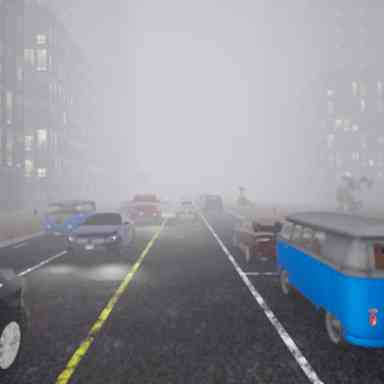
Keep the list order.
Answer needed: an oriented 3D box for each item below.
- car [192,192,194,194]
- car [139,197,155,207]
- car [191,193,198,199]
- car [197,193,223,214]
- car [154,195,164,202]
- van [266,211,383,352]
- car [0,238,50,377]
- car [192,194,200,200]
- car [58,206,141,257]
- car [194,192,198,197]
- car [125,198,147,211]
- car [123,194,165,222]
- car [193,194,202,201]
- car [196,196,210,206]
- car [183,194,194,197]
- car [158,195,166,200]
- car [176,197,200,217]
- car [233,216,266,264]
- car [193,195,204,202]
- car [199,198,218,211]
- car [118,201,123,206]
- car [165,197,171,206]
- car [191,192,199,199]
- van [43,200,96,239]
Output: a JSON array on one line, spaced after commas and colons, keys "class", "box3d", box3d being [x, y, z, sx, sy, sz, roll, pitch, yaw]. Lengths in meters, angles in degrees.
[{"class": "car", "box3d": [1.521, 1.105, 55.787, 2.192, 1.841, 5.009, 0, 0, -1]}, {"class": "car", "box3d": [-6.737, 1.439, 50.068, 1.802, 1.307, 4.206, 0, 0, -1]}, {"class": "car", "box3d": [0.679, 1.089, 94.553, 1.967, 1.590, 4.097, 0, 0, -1]}, {"class": "car", "box3d": [2.001, 1.184, 33.635, 2.192, 1.841, 5.009, 0, 0, -1]}, {"class": "car", "box3d": [-7.218, 1.359, 72.220, 1.802, 1.307, 4.206, 0, 0, -1]}, {"class": "van", "box3d": [2.716, 1.305, 5.952, 1.690, 1.788, 3.998, 0, 0, -1]}, {"class": "car", "box3d": [-3.124, 1.512, 2.714, 1.837, 1.490, 4.892, 0, 0, -1]}, {"class": "car", "box3d": [0.920, 1.256, 83.477, 1.947, 1.339, 4.313, 0, 0, -1]}, {"class": "car", "box3d": [-3.343, 1.498, 13.003, 1.812, 1.442, 4.674, 0, 0, -1]}, {"class": "car", "box3d": [1.761, 1.145, 44.711, 2.192, 1.841, 5.009, 0, 0, -1]}, {"class": "car", "box3d": [-6.497, 1.447, 38.991, 2.008, 1.369, 4.403, 0, 0, -1]}, {"class": "car", "box3d": [-3.613, 1.149, 26.028, 2.150, 2.045, 5.566, 0, 0, -1]}, {"class": "car", "box3d": [1.157, 1.255, 72.572, 1.752, 1.417, 4.829, 0, 0, -1]}, {"class": "car", "box3d": [1.641, 1.376, 50.250, 1.947, 1.339, 4.313, 0, 0, -1]}, {"class": "car", "box3d": [-0.916, 1.356, 48.405, 1.812, 1.442, 4.674, 0, 0, -1]}, {"class": "car", "box3d": [-7.458, 1.319, 83.295, 1.802, 1.307, 4.206, 0, 0, -1]}, {"class": "car", "box3d": [-0.504, 1.421, 30.129, 1.812, 1.442, 4.674, 0, 0, -1]}, {"class": "car", "box3d": [2.506, 1.490, 11.487, 1.887, 1.381, 4.507, 0, 0, -1]}, {"class": "car", "box3d": [1.280, 1.301, 66.864, 2.008, 1.369, 4.403, 0, 0, -1]}, {"class": "car", "box3d": [1.881, 1.394, 39.173, 1.887, 1.381, 4.507, 0, 0, -1]}, {"class": "car", "box3d": [-6.377, 1.482, 33.453, 1.947, 1.339, 4.313, 0, 0, -1]}, {"class": "car", "box3d": [-4.048, 1.397, 49.942, 2.033, 1.411, 5.357, 0, 0, -1]}, {"class": "car", "box3d": [0.799, 0.985, 89.014, 2.192, 1.841, 5.009, 0, 0, -1]}, {"class": "van", "box3d": [-6.016, 1.314, 16.839, 1.690, 1.788, 3.998, 0, 0, -1]}]
